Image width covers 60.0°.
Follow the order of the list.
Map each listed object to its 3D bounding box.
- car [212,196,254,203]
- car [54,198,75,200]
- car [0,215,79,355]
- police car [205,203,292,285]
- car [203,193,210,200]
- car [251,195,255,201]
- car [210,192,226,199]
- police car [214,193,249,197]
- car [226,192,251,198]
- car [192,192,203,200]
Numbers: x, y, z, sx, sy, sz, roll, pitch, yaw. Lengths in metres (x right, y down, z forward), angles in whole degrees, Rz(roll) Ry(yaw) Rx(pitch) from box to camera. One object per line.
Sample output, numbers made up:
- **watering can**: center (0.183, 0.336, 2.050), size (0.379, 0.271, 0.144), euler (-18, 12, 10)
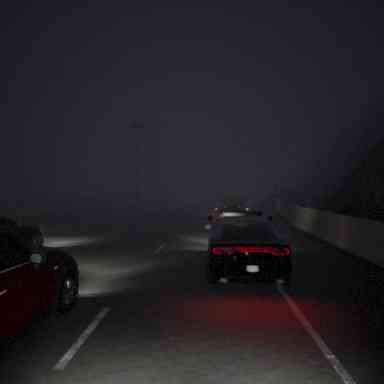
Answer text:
- **car**: center (2.210, 1.248, 18.526), size (1.801, 1.575, 5.366), euler (0, 1, 6)
- **car**: center (-22.482, 0.803, 59.422), size (1.882, 1.535, 5.008), euler (0, 1, 17)
- **car**: center (-3.314, 1.297, 4.648), size (2.097, 1.767, 4.553), euler (0, 1, 2)
- **police car**: center (1.390, 1.320, 9.328), size (1.930, 1.638, 5.238), euler (0, 1, 4)
- **car**: center (4.278, 0.794, 62.295), size (2.128, 1.511, 4.902), euler (0, 0, 20)
- **car**: center (9.307, 0.943, 55.862), size (1.994, 1.385, 4.181), euler (0, 1, 20)
- **car**: center (4.904, 0.761, 53.132), size (2.097, 1.767, 4.553), euler (0, 1, 18)
- **police car**: center (2.908, 1.158, 23.893), size (1.930, 1.638, 5.238), euler (0, 1, 8)
- **car**: center (6.485, 0.977, 46.156), size (2.128, 1.511, 4.902), euler (0, 1, 17)
- **car**: center (1.616, 0.748, 65.263), size (1.882, 1.535, 5.008), euler (0, 0, 20)
